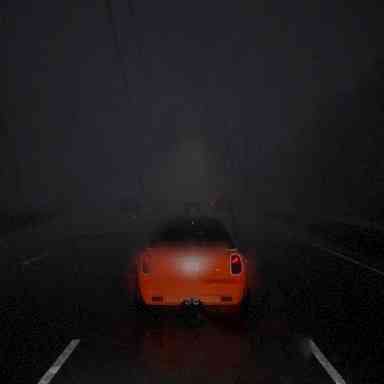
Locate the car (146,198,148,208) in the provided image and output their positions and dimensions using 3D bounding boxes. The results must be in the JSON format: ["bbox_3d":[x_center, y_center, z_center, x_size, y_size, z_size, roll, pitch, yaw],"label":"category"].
[{"bbox_3d":[-6.988,1.564,48.226,1.994,1.385,4.181,0,0,0],"label":"car"}]

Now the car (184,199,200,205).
[{"bbox_3d":[0.009,1.601,38.239,1.895,1.301,4.718,0,0,0],"label":"car"}]

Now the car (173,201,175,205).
[{"bbox_3d":[-3.488,1.601,48.258,1.895,1.301,4.718,0,0,0],"label":"car"}]

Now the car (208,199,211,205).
[{"bbox_3d":[3.512,1.352,48.179,2.097,1.767,4.553,0,0,0],"label":"car"}]

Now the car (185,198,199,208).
[{"bbox_3d":[0.012,1.601,48.287,1.895,1.301,4.718,0,0,0],"label":"car"}]

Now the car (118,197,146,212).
[{"bbox_3d":[-6.991,1.352,38.148,2.097,1.767,4.553,0,0,0],"label":"car"}]

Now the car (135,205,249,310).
[{"bbox_3d":[0.002,1.352,7.969,2.097,1.767,4.553,0,0,0],"label":"car"}]

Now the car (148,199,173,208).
[{"bbox_3d":[-3.491,1.478,37.794,1.882,1.535,5.008,0,0,0],"label":"car"}]

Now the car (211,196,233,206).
[{"bbox_3d":[3.509,1.478,37.792,1.882,1.535,5.008,0,0,0],"label":"car"}]
